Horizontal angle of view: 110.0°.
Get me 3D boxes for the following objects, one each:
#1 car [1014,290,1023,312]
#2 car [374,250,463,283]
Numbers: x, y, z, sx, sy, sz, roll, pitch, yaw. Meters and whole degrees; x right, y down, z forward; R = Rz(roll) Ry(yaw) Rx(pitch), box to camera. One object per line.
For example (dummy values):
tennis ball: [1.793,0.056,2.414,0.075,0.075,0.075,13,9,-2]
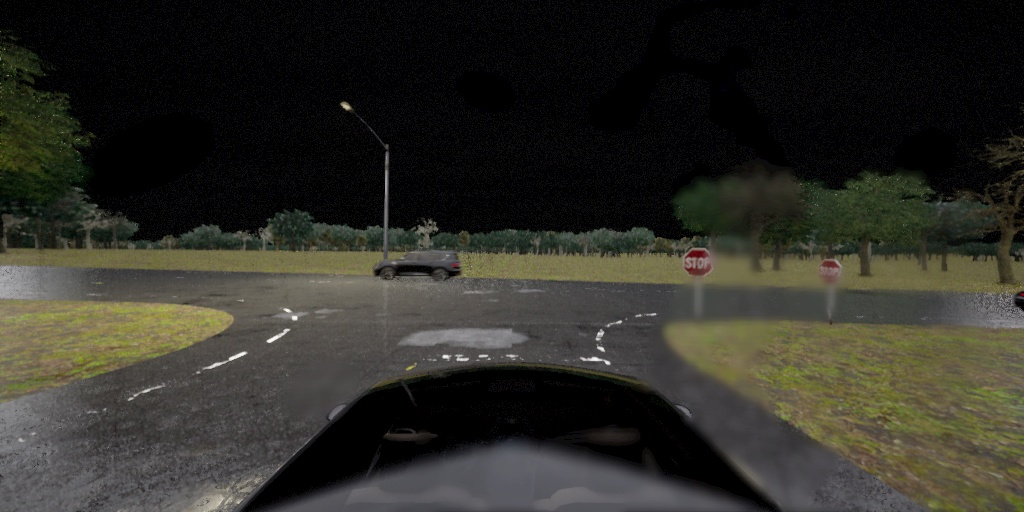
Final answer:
car: [26.233,2.057,16.383,4.892,1.490,1.837,2,2,0]
car: [-6.037,0.641,23.518,5.566,2.045,2.150,1,2,0]
